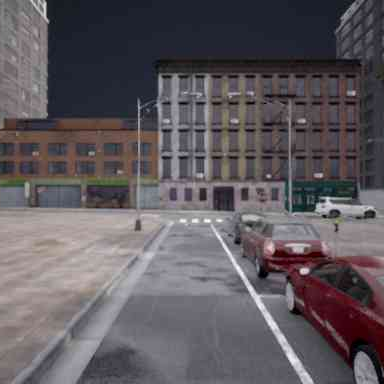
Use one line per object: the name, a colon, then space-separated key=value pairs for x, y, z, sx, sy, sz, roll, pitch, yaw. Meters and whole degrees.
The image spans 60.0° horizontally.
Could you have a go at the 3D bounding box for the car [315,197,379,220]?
car: x=14.806 y=1.585 z=31.959 sx=5.566 sy=2.045 sz=2.150 roll=2 pitch=-1 yaw=0

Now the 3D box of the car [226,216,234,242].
car: x=2.651 y=1.605 z=15.751 sx=2.008 sy=1.369 sz=4.403 roll=0 pitch=0 yaw=0

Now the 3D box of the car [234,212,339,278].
car: x=2.649 y=1.475 z=10.248 sx=1.967 sy=1.590 sz=4.097 roll=0 pitch=0 yaw=0

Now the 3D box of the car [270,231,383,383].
car: x=2.646 y=1.561 z=4.744 sx=1.887 sy=1.381 sz=4.507 roll=0 pitch=0 yaw=0
